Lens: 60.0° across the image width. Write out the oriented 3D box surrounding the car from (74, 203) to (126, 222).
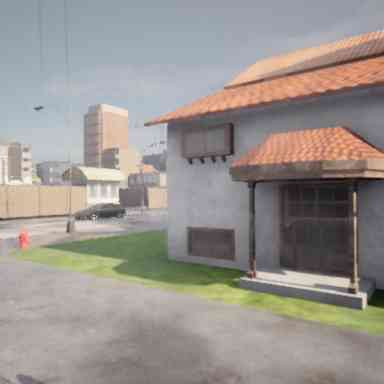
[{"bbox_3d":[-8.005,1.757,29.293,1.837,1.490,4.892,-1,0,36],"label":"car"}]
